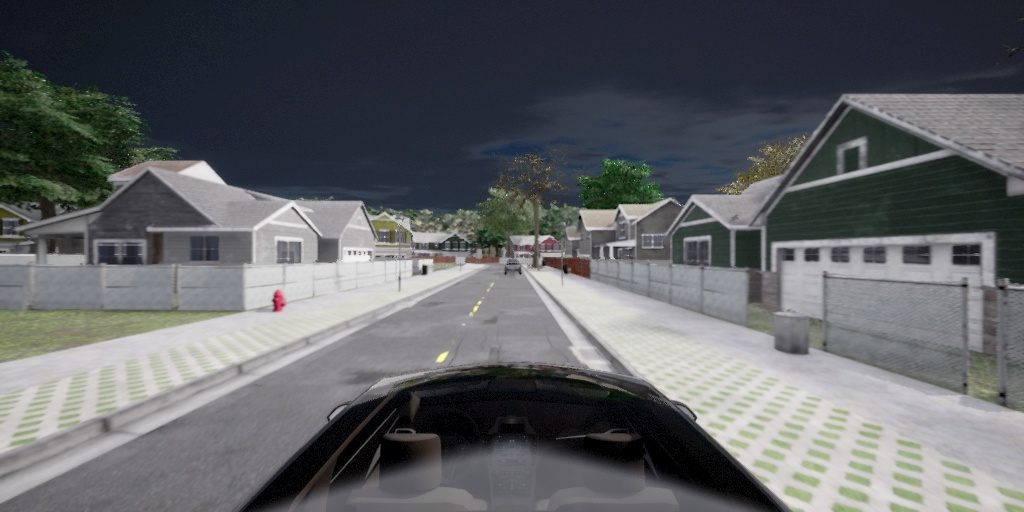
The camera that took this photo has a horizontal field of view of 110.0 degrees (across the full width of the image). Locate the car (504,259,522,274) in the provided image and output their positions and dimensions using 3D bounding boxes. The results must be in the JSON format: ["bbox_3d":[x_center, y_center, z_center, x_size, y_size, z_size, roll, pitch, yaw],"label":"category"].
[{"bbox_3d":[0.092,1.210,39.804,2.128,1.511,4.902,0,0,0],"label":"car"}]
